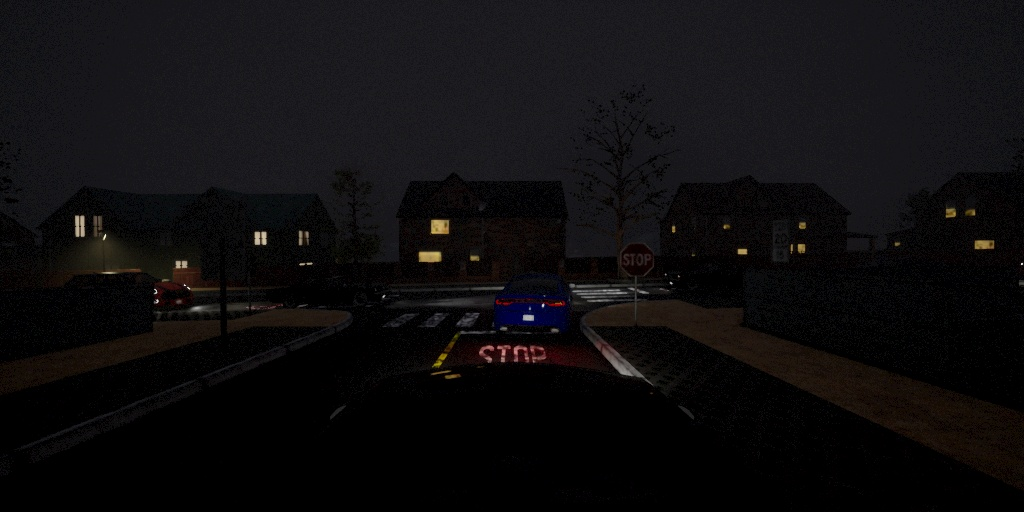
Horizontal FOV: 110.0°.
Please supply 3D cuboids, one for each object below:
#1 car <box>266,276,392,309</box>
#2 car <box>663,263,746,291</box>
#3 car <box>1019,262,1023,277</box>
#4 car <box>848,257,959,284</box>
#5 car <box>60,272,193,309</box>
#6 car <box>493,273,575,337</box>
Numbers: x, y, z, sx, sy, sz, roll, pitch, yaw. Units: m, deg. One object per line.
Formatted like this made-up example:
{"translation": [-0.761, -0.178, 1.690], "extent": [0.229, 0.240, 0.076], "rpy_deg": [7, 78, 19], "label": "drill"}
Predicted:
{"translation": [-7.807, 1.506, 15.651], "extent": [4.718, 1.301, 1.895], "rpy_deg": [-1, 1, 0], "label": "car"}
{"translation": [10.416, 1.034, 18.572], "extent": [4.718, 1.301, 1.895], "rpy_deg": [-1, 1, -1], "label": "car"}
{"translation": [29.572, 0.334, 18.593], "extent": [4.553, 1.767, 2.097], "rpy_deg": [-1, 1, 0], "label": "car"}
{"translation": [20.062, 0.753, 18.605], "extent": [5.357, 1.411, 2.033], "rpy_deg": [-1, 1, 0], "label": "car"}
{"translation": [-16.794, 1.472, 15.646], "extent": [4.553, 1.767, 2.097], "rpy_deg": [-1, 1, 0], "label": "car"}
{"translation": [0.789, 1.226, 10.440], "extent": [1.882, 1.535, 5.008], "rpy_deg": [0, 0, 10], "label": "car"}
